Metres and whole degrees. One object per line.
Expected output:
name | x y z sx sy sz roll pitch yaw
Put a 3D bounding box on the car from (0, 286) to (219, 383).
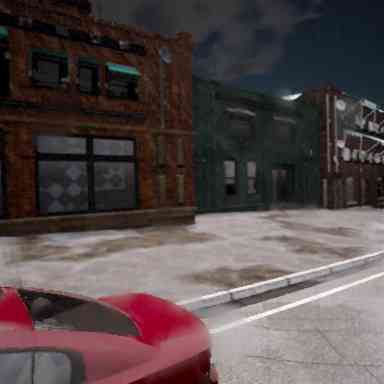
car | -2.109 1.484 1.955 5.008 1.535 1.882 0 0 -36
